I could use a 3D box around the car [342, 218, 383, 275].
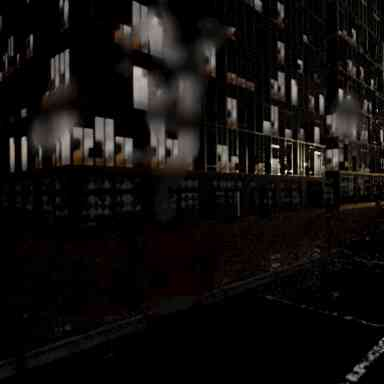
[{"bbox_3d":[5.754,1.440,9.441,4.403,1.369,2.008,-1,0,-45],"label":"car"}]
